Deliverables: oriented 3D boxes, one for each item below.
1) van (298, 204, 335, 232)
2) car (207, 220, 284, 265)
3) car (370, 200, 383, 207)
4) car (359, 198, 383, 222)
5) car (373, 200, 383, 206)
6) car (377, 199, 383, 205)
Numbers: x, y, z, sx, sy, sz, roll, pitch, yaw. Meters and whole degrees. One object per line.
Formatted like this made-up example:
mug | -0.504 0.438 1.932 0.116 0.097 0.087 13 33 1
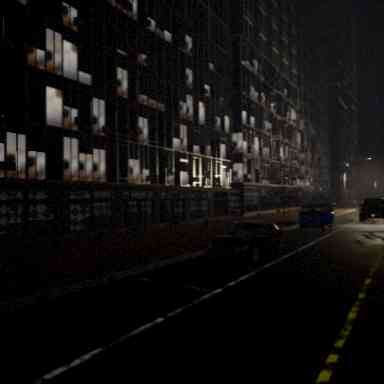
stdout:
van | 8.377 1.670 22.246 1.690 1.788 3.998 -2 -1 33
car | 2.183 1.784 12.691 2.008 1.369 4.403 -2 -1 33
car | 36.262 2.247 65.224 1.887 1.381 4.507 -1 -1 33
car | 16.195 1.566 29.363 2.150 2.045 5.566 -2 -1 33
car | 39.361 2.321 70.000 1.802 1.307 4.206 -1 -1 33
car | 45.556 2.357 79.551 1.887 1.381 4.507 -1 -1 33
